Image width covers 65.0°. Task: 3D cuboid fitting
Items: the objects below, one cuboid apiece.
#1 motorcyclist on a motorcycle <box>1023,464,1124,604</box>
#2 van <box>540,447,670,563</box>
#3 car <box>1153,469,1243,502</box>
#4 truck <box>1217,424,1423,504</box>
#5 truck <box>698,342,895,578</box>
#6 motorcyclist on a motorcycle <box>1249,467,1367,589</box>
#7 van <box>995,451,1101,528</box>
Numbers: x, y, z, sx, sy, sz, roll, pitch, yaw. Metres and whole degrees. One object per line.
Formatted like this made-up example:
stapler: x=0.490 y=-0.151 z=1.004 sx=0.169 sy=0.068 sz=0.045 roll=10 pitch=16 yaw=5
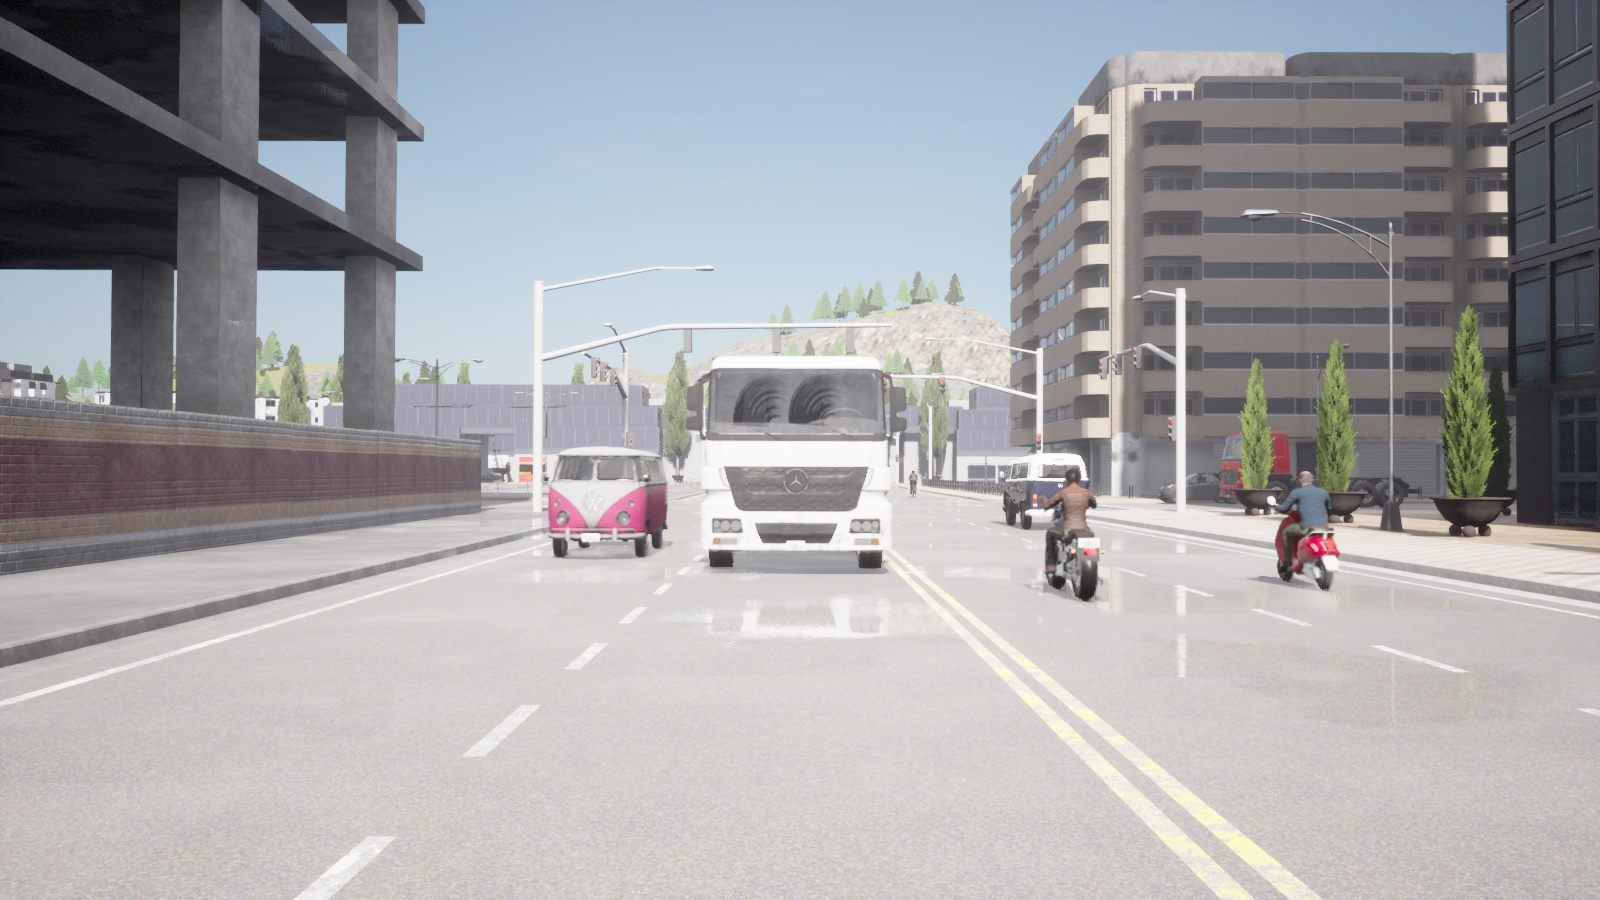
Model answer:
motorcyclist on a motorcycle: x=3.458 y=1.021 z=16.107 sx=0.766 sy=1.649 sz=2.350 roll=0 pitch=-1 yaw=0
van: x=-3.562 y=0.979 z=23.706 sx=1.775 sy=1.987 sz=4.442 roll=0 pitch=-1 yaw=0
car: x=18.802 y=1.690 z=59.370 sx=3.633 sy=1.501 sz=1.845 roll=-1 pitch=-1 yaw=-1
truck: x=23.044 y=0.622 z=55.919 sx=7.936 sy=3.462 sz=2.891 roll=0 pitch=-1 yaw=0
truck: x=-0.062 y=0.209 z=22.447 sx=2.891 sy=3.462 sz=7.936 roll=0 pitch=-1 yaw=0
motorcyclist on a motorcycle: x=6.955 y=1.030 z=17.300 sx=0.866 sy=1.590 sz=1.817 roll=0 pitch=-1 yaw=0
van: x=6.907 y=1.100 z=35.408 sx=2.069 sy=2.038 sz=4.480 roll=0 pitch=-1 yaw=0
